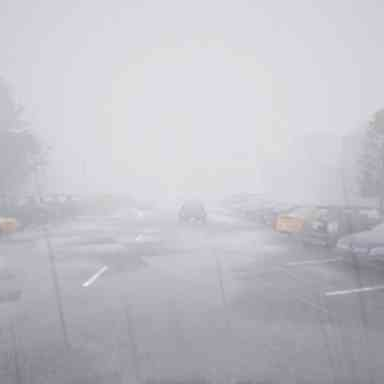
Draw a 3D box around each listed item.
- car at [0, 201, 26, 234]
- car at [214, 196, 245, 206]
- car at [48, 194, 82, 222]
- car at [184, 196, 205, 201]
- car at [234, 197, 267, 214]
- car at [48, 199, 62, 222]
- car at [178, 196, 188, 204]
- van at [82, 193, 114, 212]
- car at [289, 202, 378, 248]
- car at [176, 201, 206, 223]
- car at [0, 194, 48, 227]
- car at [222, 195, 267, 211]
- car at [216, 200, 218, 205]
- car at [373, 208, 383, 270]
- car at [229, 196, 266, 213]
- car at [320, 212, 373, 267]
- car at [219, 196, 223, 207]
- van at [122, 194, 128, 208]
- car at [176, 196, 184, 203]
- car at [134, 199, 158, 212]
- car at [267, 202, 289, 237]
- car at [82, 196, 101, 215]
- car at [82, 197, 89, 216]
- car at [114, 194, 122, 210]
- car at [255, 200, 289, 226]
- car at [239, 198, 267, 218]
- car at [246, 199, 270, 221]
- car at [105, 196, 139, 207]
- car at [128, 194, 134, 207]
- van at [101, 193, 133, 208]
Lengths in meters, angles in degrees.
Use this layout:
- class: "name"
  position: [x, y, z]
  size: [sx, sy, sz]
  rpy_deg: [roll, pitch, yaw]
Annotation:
- class: "car"
  position: [-11.251, 1.436, 16.038]
  size: [5.366, 1.575, 1.946]
  rpy_deg: [-1, 0, -20]
- class: "car"
  position: [6.040, 1.460, 53.802]
  size: [4.674, 1.452, 2.002]
  rpy_deg: [1, 0, -21]
- class: "car"
  position: [-11.444, 1.197, 24.975]
  size: [5.566, 2.045, 2.435]
  rpy_deg: [-1, 0, -20]
- class: "car"
  position: [0.596, 1.443, 42.018]
  size: [2.128, 1.511, 4.902]
  rpy_deg: [0, 0, 5]
- class: "car"
  position: [6.293, 1.440, 27.291]
  size: [4.792, 1.488, 2.163]
  rpy_deg: [1, 0, -20]
- class: "car"
  position: [-11.430, 1.447, 21.971]
  size: [4.892, 1.521, 2.231]
  rpy_deg: [-1, 0, -20]
- class: "car"
  position: [-1.826, 1.523, 65.551]
  size: [1.895, 1.301, 4.718]
  rpy_deg: [0, 1, -1]
- class: "van"
  position: [-11.352, 1.233, 36.978]
  size: [4.442, 1.987, 1.878]
  rpy_deg: [-1, 0, -19]
- class: "car"
  position: [6.370, 1.282, 12.617]
  size: [4.553, 1.767, 2.185]
  rpy_deg: [1, 0, -20]
- class: "car"
  position: [0.019, 1.543, 24.665]
  size: [1.895, 1.301, 4.718]
  rpy_deg: [0, 0, 0]
- class: "car"
  position: [-11.463, 1.193, 18.957]
  size: [5.566, 2.045, 2.435]
  rpy_deg: [-1, 0, -20]
- class: "car"
  position: [6.100, 1.407, 33.107]
  size: [5.366, 1.575, 1.946]
  rpy_deg: [1, 0, -20]
- class: "car"
  position: [6.177, 1.447, 44.964]
  size: [4.792, 1.488, 2.163]
  rpy_deg: [1, 0, -21]
- class: "car"
  position: [6.384, 1.298, 6.751]
  size: [4.553, 1.767, 2.185]
  rpy_deg: [1, 0, -20]
- class: "car"
  position: [6.307, 1.411, 30.236]
  size: [5.008, 1.535, 2.097]
  rpy_deg: [1, 0, -20]
- class: "car"
  position: [6.411, 1.453, 9.684]
  size: [4.674, 1.452, 2.002]
  rpy_deg: [1, 0, -20]
- class: "car"
  position: [6.224, 1.414, 39.051]
  size: [5.008, 1.535, 2.097]
  rpy_deg: [1, 0, -21]
- class: "van"
  position: [-11.008, 1.234, 43.066]
  size: [4.442, 1.987, 1.878]
  rpy_deg: [-1, 0, -19]
- class: "car"
  position: [-1.663, 1.450, 55.733]
  size: [2.128, 1.511, 4.902]
  rpy_deg: [0, 0, -1]
- class: "car"
  position: [-5.101, 1.501, 39.181]
  size: [2.033, 1.411, 5.357]
  rpy_deg: [0, 0, 0]
- class: "car"
  position: [6.382, 1.406, 15.559]
  size: [5.008, 1.535, 2.097]
  rpy_deg: [1, 0, -20]
- class: "car"
  position: [-11.353, 1.454, 31.010]
  size: [4.892, 1.521, 2.231]
  rpy_deg: [-1, 0, -19]
- class: "car"
  position: [-11.409, 1.481, 27.990]
  size: [4.792, 1.488, 2.163]
  rpy_deg: [-1, 0, -19]
- class: "car"
  position: [-11.150, 1.333, 40.030]
  size: [4.553, 1.767, 2.185]
  rpy_deg: [-1, 0, -19]
- class: "car"
  position: [6.367, 1.408, 18.496]
  size: [4.892, 1.521, 2.231]
  rpy_deg: [1, 0, -20]
- class: "car"
  position: [6.350, 1.409, 24.364]
  size: [5.008, 1.535, 2.097]
  rpy_deg: [1, 0, -20]
- class: "car"
  position: [6.355, 1.409, 21.429]
  size: [4.892, 1.521, 2.231]
  rpy_deg: [1, 0, -20]
- class: "car"
  position: [-10.913, 1.467, 52.018]
  size: [5.008, 1.535, 2.097]
  rpy_deg: [-1, 0, -19]
- class: "car"
  position: [-11.026, 1.212, 46.037]
  size: [5.566, 2.045, 2.435]
  rpy_deg: [-1, 0, -19]
- class: "van"
  position: [-11.096, 1.241, 48.981]
  size: [4.442, 1.987, 1.878]
  rpy_deg: [-1, 0, -19]
